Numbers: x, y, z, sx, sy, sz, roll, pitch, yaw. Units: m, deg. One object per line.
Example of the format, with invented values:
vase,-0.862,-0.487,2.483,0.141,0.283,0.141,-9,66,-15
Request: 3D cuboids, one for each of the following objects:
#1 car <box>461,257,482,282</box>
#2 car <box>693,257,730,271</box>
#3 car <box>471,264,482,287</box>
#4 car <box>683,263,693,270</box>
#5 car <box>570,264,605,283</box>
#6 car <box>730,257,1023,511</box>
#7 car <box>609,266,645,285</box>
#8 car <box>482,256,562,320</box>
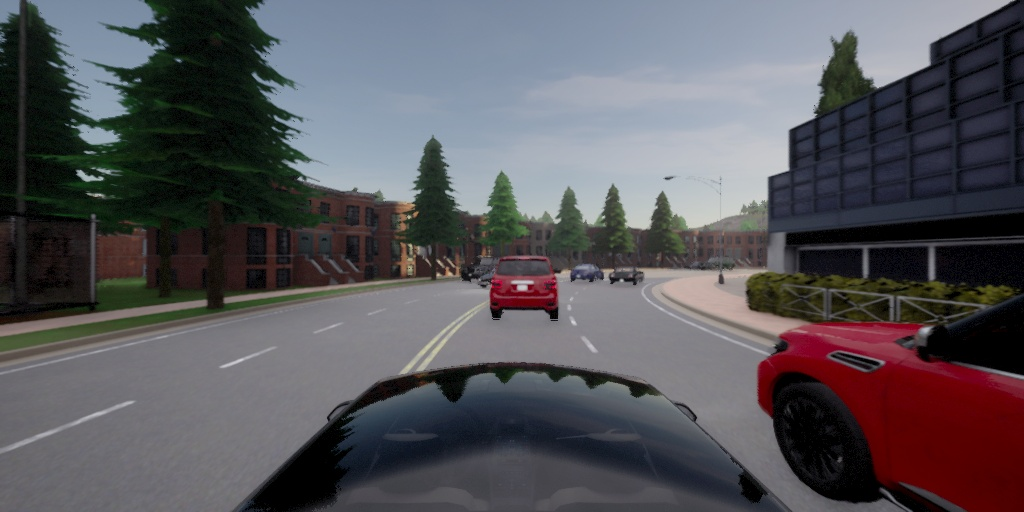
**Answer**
car,-1.955,1.078,29.554,2.150,2.045,5.566,0,0,26
car,30.176,1.165,52.949,5.566,2.045,2.150,0,0,-17
car,-0.474,1.384,24.301,2.033,1.411,5.357,0,0,20
car,29.613,1.507,56.430,5.357,1.411,2.033,0,0,-16
car,6.280,1.383,29.752,1.812,1.442,4.674,0,0,29
car,3.581,0.972,1.297,2.150,2.045,5.566,0,0,0
car,8.845,1.449,27.346,1.895,1.301,4.718,0,0,29
car,0.594,1.015,13.016,2.150,2.045,5.566,0,0,6
